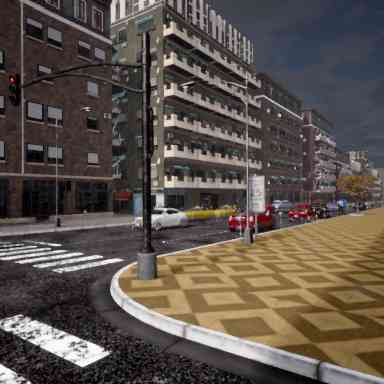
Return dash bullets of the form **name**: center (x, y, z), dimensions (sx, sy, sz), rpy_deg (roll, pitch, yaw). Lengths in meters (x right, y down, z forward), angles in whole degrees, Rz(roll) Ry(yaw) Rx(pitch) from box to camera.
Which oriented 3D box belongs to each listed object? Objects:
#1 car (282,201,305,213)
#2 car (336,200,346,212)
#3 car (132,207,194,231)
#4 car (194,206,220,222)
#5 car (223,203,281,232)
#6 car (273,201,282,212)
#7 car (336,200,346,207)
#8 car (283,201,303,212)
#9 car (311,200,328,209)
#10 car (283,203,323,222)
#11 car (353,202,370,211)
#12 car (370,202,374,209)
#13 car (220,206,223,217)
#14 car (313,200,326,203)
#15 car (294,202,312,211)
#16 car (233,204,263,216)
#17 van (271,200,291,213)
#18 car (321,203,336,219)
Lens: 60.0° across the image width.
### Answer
- **car**: center (13.039, 2.287, 45.001), dimensions (2.033, 1.411, 5.357), rpy_deg (-1, -1, 35)
- **car**: center (23.422, 2.469, 54.418), dimensions (2.033, 1.411, 5.357), rpy_deg (-1, -1, 36)
- **car**: center (-2.132, 1.852, 23.330), dimensions (1.812, 1.442, 4.674), rpy_deg (-1, -1, 35)
- **car**: center (0.403, 2.004, 31.461), dimensions (1.752, 1.417, 4.829), rpy_deg (-2, -2, 35)
- **car**: center (4.093, 1.751, 22.219), dimensions (1.967, 1.590, 4.097), rpy_deg (-2, -2, 35)
- **car**: center (10.190, 2.290, 45.505), dimensions (1.887, 1.381, 4.507), rpy_deg (-2, -2, 35)
- **car**: center (39.161, 2.884, 87.164), dimensions (1.690, 1.788, 3.998), rpy_deg (-2, -2, 35)
- **car**: center (16.649, 2.363, 54.778), dimensions (1.967, 1.590, 4.097), rpy_deg (-2, -2, 35)
- **car**: center (26.337, 2.503, 68.686), dimensions (2.192, 1.841, 5.009), rpy_deg (-2, -2, 35)
- **car**: center (10.554, 2.032, 31.486), dimensions (1.887, 1.381, 4.507), rpy_deg (-2, -2, 35)
- **car**: center (29.933, 2.584, 59.295), dimensions (1.947, 1.339, 4.313), rpy_deg (-2, -2, 35)
- **car**: center (36.393, 2.745, 68.565), dimensions (2.008, 1.369, 4.403), rpy_deg (-2, -2, 35)
- **car**: center (3.633, 2.092, 36.095), dimensions (1.752, 1.417, 4.829), rpy_deg (-2, -2, 35)
- **car**: center (17.618, 2.268, 46.077), dimensions (1.837, 1.490, 4.892), rpy_deg (-1, -1, 35)
- **car**: center (19.880, 2.555, 59.410), dimensions (1.887, 1.381, 4.507), rpy_deg (-2, -2, 35)
- **car**: center (6.961, 2.223, 40.869), dimensions (1.947, 1.339, 4.313), rpy_deg (-2, -2, 35)
- **van**: center (13.418, 2.175, 50.145), dimensions (1.690, 1.788, 3.998), rpy_deg (-2, -2, 35)
- **car**: center (13.784, 2.142, 36.120), dimensions (1.947, 1.339, 4.313), rpy_deg (-2, -2, 35)
